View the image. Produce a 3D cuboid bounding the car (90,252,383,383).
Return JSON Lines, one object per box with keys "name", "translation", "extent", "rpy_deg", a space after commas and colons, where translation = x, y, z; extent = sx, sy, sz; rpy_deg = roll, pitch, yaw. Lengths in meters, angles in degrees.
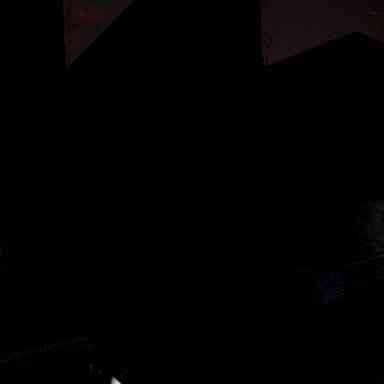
{"name": "car", "translation": [0.958, 1.527, 4.088], "extent": [4.181, 1.385, 1.994], "rpy_deg": [-1, 1, -36]}
